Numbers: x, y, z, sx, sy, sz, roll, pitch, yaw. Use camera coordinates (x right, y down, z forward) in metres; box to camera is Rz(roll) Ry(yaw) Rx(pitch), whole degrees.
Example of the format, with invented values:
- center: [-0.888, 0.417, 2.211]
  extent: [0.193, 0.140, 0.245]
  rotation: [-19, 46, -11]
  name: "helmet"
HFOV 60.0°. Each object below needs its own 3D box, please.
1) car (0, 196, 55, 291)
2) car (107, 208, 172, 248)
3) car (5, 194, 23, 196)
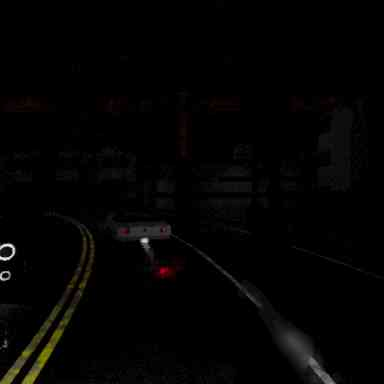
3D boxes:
- center: [-4.873, 1.148, 8.295]
  extent: [2.097, 1.767, 4.553]
  rotation: [0, 1, -12]
  name: "car"
- center: [-2.288, 1.274, 13.176]
  extent: [1.895, 1.301, 4.718]
  rotation: [0, 1, -19]
  name: "car"
- center: [-14.348, 0.923, 26.916]
  extent: [1.812, 1.442, 4.674]
  rotation: [0, 0, -41]
  name: "car"
